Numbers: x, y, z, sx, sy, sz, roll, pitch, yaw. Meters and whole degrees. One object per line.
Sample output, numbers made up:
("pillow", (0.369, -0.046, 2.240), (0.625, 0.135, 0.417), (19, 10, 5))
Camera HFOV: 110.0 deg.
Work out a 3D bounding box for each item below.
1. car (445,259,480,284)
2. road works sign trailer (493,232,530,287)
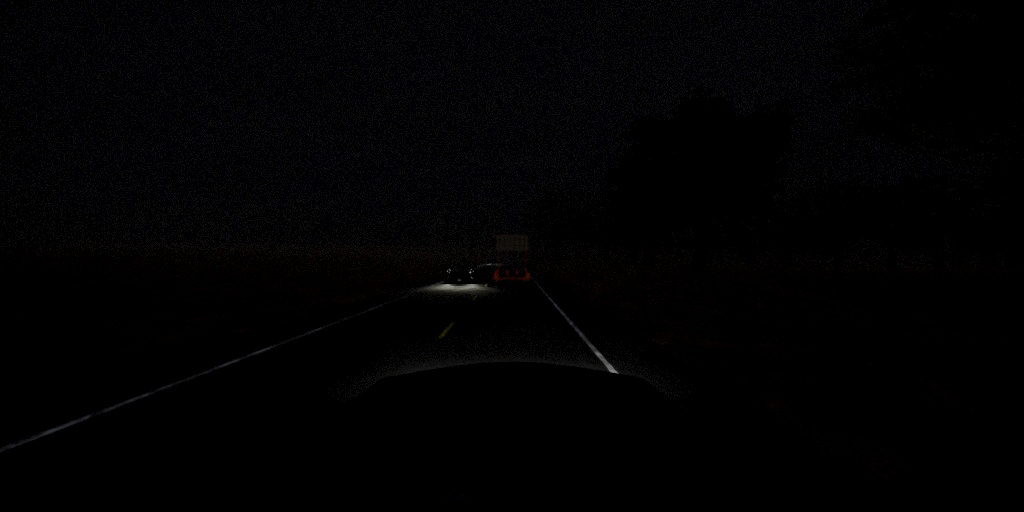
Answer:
("car", (-3.591, 1.045, 26.663), (2.097, 1.767, 4.553), (0, 0, 0))
("road works sign trailer", (0.015, 0.169, 24.172), (2.380, 3.560, 2.880), (0, 0, 1))
